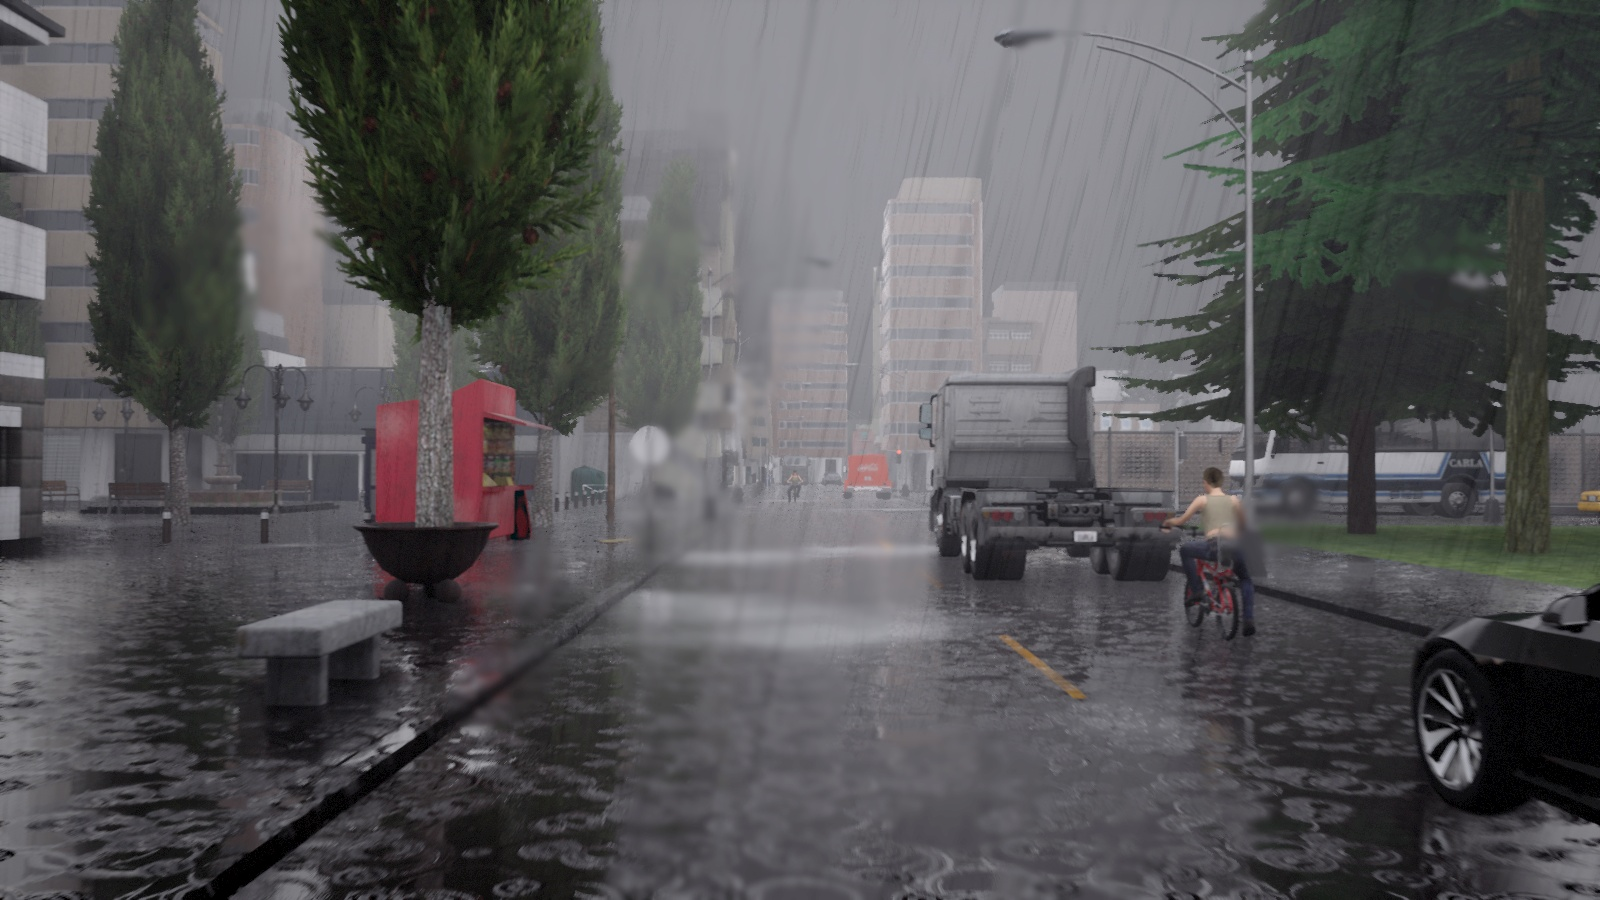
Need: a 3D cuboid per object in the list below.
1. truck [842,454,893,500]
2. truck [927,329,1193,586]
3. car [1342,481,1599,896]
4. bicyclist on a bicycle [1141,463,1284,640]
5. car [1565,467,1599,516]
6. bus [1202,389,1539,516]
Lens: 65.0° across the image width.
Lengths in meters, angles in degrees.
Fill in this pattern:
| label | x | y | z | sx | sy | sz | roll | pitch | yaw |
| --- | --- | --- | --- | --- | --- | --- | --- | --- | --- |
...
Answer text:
| label | x | y | z | sx | sy | sz | roll | pitch | yaw |
| --- | --- | --- | --- | --- | --- | --- | --- | --- | --- |
| truck | 3.743 | 1.495 | 70.586 | 2.627 | 2.467 | 5.204 | 0 | -1 | 0 |
| truck | 3.911 | 0.167 | 20.916 | 2.891 | 3.462 | 7.936 | 0 | -1 | 1 |
| car | 3.990 | 0.870 | 4.317 | 2.163 | 1.488 | 4.792 | 0 | -1 | 0 |
| bicyclist on a bicycle | 3.971 | 0.940 | 12.221 | 0.866 | 1.612 | 1.509 | 0 | -1 | 0 |
| car | 28.387 | 1.331 | 41.273 | 5.366 | 1.575 | 1.801 | 0 | -1 | 0 |
| bus | 20.321 | 0.115 | 45.287 | 10.273 | 4.253 | 3.944 | -1 | -1 | -1 |
